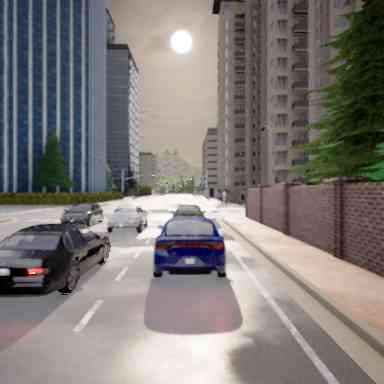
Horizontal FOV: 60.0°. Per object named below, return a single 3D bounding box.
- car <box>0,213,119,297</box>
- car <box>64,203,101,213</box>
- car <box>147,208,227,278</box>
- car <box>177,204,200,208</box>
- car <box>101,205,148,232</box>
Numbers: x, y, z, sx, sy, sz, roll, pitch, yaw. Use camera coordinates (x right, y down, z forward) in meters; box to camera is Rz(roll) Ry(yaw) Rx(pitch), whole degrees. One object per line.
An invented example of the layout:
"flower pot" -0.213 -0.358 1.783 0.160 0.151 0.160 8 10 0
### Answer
"car" -3.551 1.530 8.686 2.033 1.411 5.357 0 0 -1
"car" -7.334 1.512 22.564 1.837 1.490 4.892 0 0 -1
"car" -0.077 1.461 10.156 1.882 1.535 5.008 0 0 -1
"car" -0.196 1.472 19.625 1.837 1.490 4.892 0 0 -1
"car" -3.699 1.490 19.554 1.812 1.442 4.674 0 0 -1
